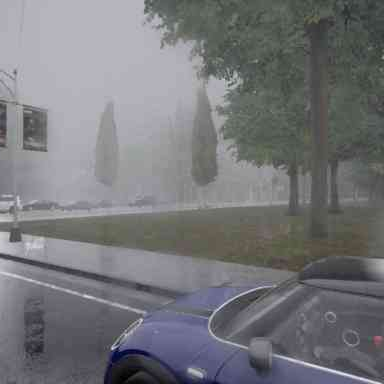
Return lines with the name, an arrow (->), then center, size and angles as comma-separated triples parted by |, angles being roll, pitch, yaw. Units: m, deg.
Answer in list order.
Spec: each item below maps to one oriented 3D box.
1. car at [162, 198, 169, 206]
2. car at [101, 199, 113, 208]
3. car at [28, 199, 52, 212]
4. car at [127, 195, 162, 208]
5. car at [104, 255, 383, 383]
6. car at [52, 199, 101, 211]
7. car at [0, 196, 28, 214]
car -> -6.358, 1.862, 62.281 | 2.128, 1.511, 4.902 | 0, -1, 36
car -> -14.155, 1.837, 51.215 | 1.994, 1.385, 4.181 | 0, 0, 35
car -> -19.832, 1.695, 43.092 | 1.882, 1.535, 5.008 | 0, 0, 35
car -> -8.046, 1.530, 54.267 | 2.150, 2.045, 5.566 | 0, -1, 36
car -> 1.370, 1.352, 2.711 | 4.553, 1.767, 2.097 | 0, 0, 35
car -> -15.176, 1.778, 44.084 | 2.033, 1.411, 5.357 | 0, 0, 35
car -> -21.133, 1.399, 35.564 | 2.150, 2.045, 5.566 | 0, 0, 34
